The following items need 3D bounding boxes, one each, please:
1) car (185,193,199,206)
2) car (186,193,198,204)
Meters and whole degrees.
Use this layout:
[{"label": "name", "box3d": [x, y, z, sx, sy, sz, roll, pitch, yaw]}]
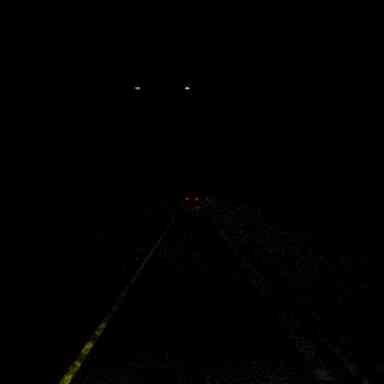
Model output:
[{"label": "car", "box3d": [0.001, 1.190, 53.543, 2.150, 2.045, 5.566, 0, 0, 0]}, {"label": "car", "box3d": [0.000, 1.208, 63.966, 2.150, 2.045, 5.566, 0, 0, 0]}]
